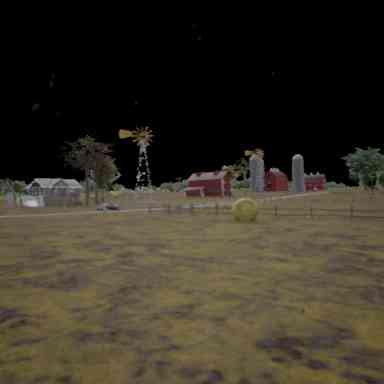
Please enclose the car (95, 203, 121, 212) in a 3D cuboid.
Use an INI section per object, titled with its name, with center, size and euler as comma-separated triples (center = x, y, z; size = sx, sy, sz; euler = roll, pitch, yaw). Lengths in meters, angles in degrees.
[car]
center = -14.868, 2.716, 59.176
size = 1.837, 1.490, 4.892
euler = -3, -2, 36
